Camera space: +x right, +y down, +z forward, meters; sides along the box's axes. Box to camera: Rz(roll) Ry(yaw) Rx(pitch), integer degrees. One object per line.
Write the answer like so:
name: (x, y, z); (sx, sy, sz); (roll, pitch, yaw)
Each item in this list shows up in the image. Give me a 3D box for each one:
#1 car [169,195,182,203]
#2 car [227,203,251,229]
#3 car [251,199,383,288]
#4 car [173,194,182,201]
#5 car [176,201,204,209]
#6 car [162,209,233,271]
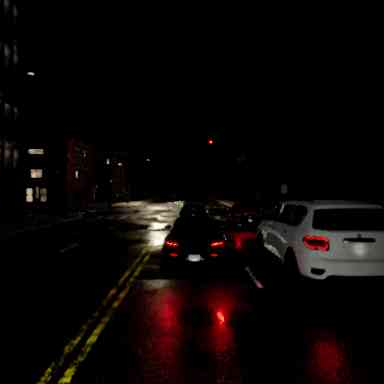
car: (-3.479, 1.434, 65.877); (1.994, 1.385, 4.181); (0, 0, 0)
car: (3.305, 1.436, 21.187); (1.882, 1.535, 5.008); (0, 0, 1)
car: (3.333, 1.203, 9.321); (2.150, 2.045, 5.566); (0, 0, 0)
car: (-3.546, 1.368, 81.339); (2.128, 1.511, 4.902); (0, 0, 0)
car: (0.056, 1.505, 20.995); (2.033, 1.411, 5.357); (0, 0, 0)
car: (0.079, 1.504, 10.732); (1.812, 1.442, 4.674); (0, 0, 0)
